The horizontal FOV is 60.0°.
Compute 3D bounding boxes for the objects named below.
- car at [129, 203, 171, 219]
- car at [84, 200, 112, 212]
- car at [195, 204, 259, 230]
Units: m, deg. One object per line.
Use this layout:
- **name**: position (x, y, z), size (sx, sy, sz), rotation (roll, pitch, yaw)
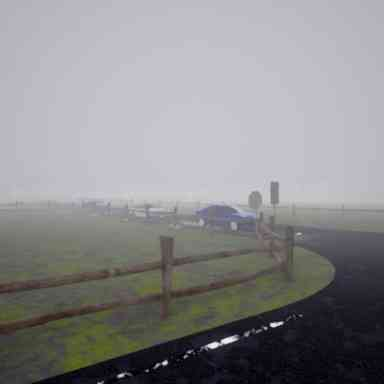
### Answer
- **car**: position (-3.733, 1.678, 29.191), size (1.895, 1.301, 4.718), rotation (-1, 0, -35)
- **car**: position (-11.409, 1.671, 40.025), size (2.033, 1.411, 5.357), rotation (-1, 0, -35)
- **car**: position (2.195, 1.524, 20.872), size (1.882, 1.535, 5.008), rotation (-1, 0, -36)
